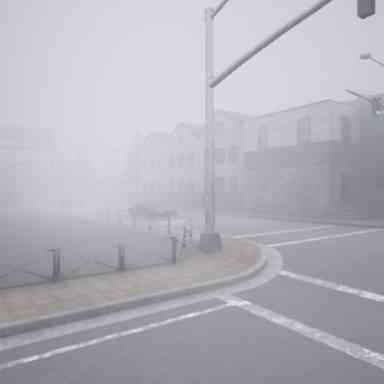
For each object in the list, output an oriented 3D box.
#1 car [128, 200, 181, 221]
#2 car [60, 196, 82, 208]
[{"bbox_3d":[-3.006,1.302,25.095,2.033,1.411,5.357,0,0,-35],"label":"car"},{"bbox_3d":[-15.820,1.247,43.304,2.128,1.511,4.902,0,0,-35],"label":"car"}]
